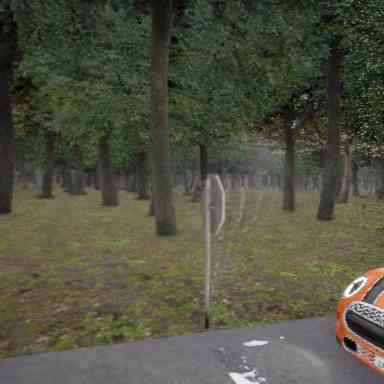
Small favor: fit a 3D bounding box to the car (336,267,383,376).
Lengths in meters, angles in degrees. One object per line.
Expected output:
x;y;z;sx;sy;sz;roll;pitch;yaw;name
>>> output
4.202;1.317;4.348;4.553;1.767;2.097;1;2;-21;car
